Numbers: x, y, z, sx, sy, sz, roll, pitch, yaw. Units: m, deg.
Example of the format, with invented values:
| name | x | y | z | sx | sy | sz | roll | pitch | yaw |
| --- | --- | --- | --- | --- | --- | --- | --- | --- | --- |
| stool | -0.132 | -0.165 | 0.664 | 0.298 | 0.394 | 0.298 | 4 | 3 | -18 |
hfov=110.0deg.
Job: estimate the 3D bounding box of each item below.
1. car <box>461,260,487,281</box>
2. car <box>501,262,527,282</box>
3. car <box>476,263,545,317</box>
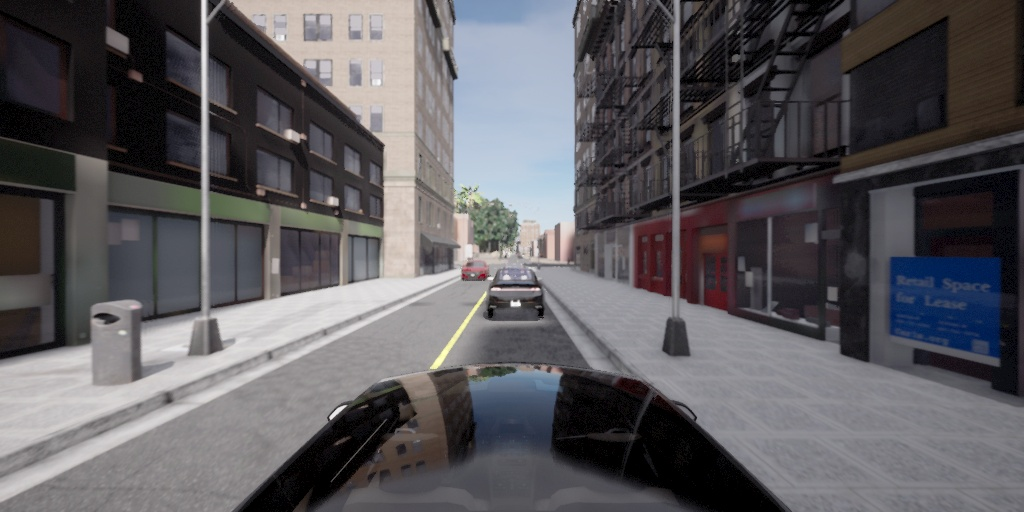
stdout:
| name | x | y | z | sx | sy | sz | roll | pitch | yaw |
| --- | --- | --- | --- | --- | --- | --- | --- | --- | --- |
| car | -2.767 | 1.065 | 27.872 | 1.882 | 1.535 | 5.008 | 0 | 0 | 0 |
| car | 0.171 | 1.186 | 28.361 | 1.895 | 1.301 | 4.718 | 0 | 0 | 0 |
| car | 0.120 | 1.171 | 12.777 | 2.128 | 1.511 | 4.902 | 0 | 0 | 0 |
